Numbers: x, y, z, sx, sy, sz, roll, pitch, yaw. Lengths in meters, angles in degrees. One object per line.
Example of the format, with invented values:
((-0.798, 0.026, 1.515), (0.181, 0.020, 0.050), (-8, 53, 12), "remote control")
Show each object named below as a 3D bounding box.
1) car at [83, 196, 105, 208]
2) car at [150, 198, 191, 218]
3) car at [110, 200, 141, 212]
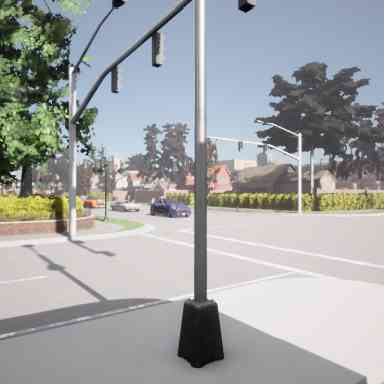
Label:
((-13.672, 1.352, 46.885), (2.097, 1.767, 4.553), (0, 0, -36), "car")
((-2.045, 1.352, 30.804), (2.097, 1.767, 4.553), (0, 0, -36), "car")
((-7.785, 1.601, 38.743), (1.895, 1.301, 4.718), (0, 0, -36), "car")
